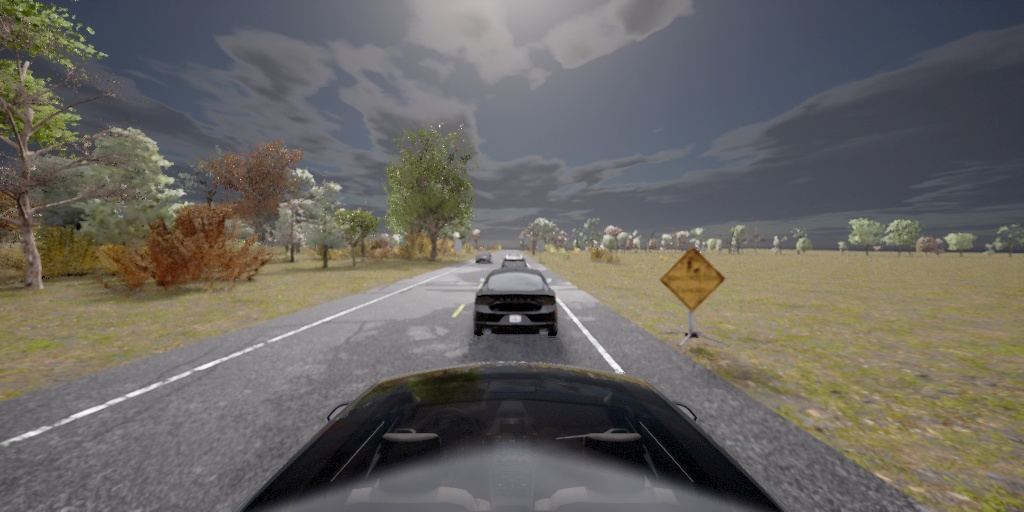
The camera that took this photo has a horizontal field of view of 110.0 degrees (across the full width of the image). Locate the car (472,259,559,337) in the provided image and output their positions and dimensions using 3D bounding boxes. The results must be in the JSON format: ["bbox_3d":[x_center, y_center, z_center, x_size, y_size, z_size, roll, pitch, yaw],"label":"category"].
[{"bbox_3d":[0.099,1.030,9.639,1.882,1.535,5.008,0,2,1],"label":"car"}]

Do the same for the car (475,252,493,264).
[{"bbox_3d":[-3.434,0.205,44.192,1.837,1.490,4.892,0,1,0],"label":"car"}]

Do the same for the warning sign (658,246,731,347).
[{"bbox_3d":[3.569,0.732,7.127,1.300,1.860,1.060,0,0,0],"label":"warning sign"}]

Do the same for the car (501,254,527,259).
[{"bbox_3d":[0.181,0.579,28.436,2.128,1.511,4.902,0,1,0],"label":"car"}]
